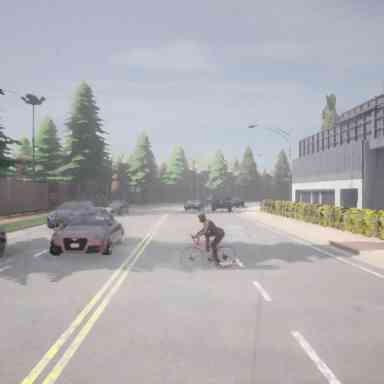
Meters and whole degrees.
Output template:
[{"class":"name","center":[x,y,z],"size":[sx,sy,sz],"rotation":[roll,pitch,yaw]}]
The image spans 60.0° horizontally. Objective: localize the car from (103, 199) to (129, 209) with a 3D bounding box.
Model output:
[{"class":"car","center":[-7.608,1.492,33.333],"size":[2.128,1.511,4.902],"rotation":[0,0,2]}]

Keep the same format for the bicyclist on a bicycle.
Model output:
[{"class":"bicyclist on a bicycle","center":[0.471,1.454,9.732],"size":[1.656,1.620,0.582],"rotation":[-1,0,-1]}]

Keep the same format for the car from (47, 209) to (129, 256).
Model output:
[{"class":"car","center":[-3.890,1.564,12.923],"size":[1.994,1.385,4.181],"rotation":[0,0,-1]}]

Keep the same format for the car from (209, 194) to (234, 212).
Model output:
[{"class":"car","center":[3.465,1.222,38.141],"size":[2.150,2.045,5.566],"rotation":[0,0,7]}]

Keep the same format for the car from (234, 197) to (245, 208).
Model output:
[{"class":"car","center":[6.245,1.491,48.136],"size":[2.128,1.511,4.902],"rotation":[0,0,25]}]

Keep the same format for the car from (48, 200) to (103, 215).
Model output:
[{"class":"car","center":[-7.576,1.352,21.503],"size":[2.097,1.767,4.553],"rotation":[0,0,-1]}]

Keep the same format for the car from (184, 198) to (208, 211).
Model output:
[{"class":"car","center":[0.362,1.601,40.361],"size":[1.895,1.301,4.718],"rotation":[0,0,10]}]

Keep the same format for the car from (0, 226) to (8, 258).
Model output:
[{"class":"car","center":[-7.319,1.526,9.875],"size":[1.812,1.442,4.674],"rotation":[0,0,-1]}]
